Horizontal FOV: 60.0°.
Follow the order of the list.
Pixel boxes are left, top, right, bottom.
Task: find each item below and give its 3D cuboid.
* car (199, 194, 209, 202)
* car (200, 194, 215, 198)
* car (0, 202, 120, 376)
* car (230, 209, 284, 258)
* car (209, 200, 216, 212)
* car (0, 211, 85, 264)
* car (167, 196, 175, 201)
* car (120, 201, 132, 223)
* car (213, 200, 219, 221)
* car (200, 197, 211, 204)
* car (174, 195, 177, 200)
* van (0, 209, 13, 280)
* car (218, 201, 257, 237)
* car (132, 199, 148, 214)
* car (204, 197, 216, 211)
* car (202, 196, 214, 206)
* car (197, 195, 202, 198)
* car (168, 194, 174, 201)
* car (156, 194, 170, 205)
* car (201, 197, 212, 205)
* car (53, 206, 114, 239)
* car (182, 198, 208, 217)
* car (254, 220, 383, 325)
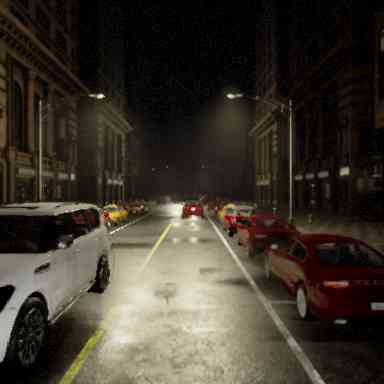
[{"bbox_3d":[2.764,1.468,79.971,2.192,1.841,5.009,0,0,0],"label":"car"},{"bbox_3d":[2.762,1.412,51.962,2.192,1.841,5.009,0,0,0],"label":"car"},{"bbox_3d":[-3.056,1.235,5.963,2.150,2.045,5.566,0,0,1],"label":"car"},{"bbox_3d":[2.761,1.568,12.749,1.887,1.381,4.507,0,0,0],"label":"car"},{"bbox_3d":[2.762,1.637,29.554,1.802,1.307,4.206,0,0,0],"label":"car"},{"bbox_3d":[-5.764,1.569,12.741,1.887,1.381,4.507,0,0,0],"label":"car"},{"bbox_3d":[-5.760,1.742,91.171,1.947,1.339,4.313,0,0,0],"label":"car"},{"bbox_3d":[-5.764,1.570,23.775,1.752,1.417,4.829,0,0,0],"label":"car"},{"bbox_3d":[2.762,1.570,24.122,1.752,1.417,4.829,0,0,0],"label":"car"},{"bbox_3d":[2.764,1.682,68.767,2.008,1.369,4.403,0,0,0],"label":"car"},{"bbox_3d":[-5.761,1.480,85.570,2.192,1.841,5.009,0,0,0],"label":"car"},{"bbox_3d":[-5.765,1.355,7.139,1.690,1.788,3.998,0,0,0],"label":"van"},{"bbox_3d":[2.761,1.474,18.351,1.967,1.590,4.097,0,0,0],"label":"car"},{"bbox_3d":[-5.763,1.505,35.150,1.967,1.590,4.097,0,0,0],"label":"car"},{"bbox_3d":[2.763,1.620,40.758,1.887,1.381,4.507,0,0,0],"label":"car"},{"bbox_3d":[2.763,1.549,57.563,1.967,1.590,4.097,0,0,0],"label":"car"},{"bbox_3d":[0.023,1.565,46.992,1.882,1.535,5.008,0,0,0],"label":"car"},{"bbox_3d":[-5.761,1.693,74.364,2.008,1.369,4.403,0,0,0],"label":"car"},{"bbox_3d":[-5.762,1.665,63.160,1.887,1.381,4.507,0,0,0],"label":"car"},{"bbox_3d":[2.764,1.686,63.165,1.947,1.339,4.313,0,0,0],"label":"car"},{"bbox_3d":[-5.764,1.579,18.342,1.887,1.381,4.507,0,0,0],"label":"car"},{"bbox_3d":[0.097,1.561,31.370,2.163,1.488,4.792,0,0,0],"label":"car"},{"bbox_3d":[2.761,1.558,7.147,1.887,1.381,4.507,0,0,0],"label":"car"}]
